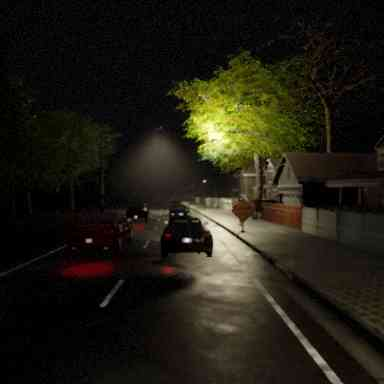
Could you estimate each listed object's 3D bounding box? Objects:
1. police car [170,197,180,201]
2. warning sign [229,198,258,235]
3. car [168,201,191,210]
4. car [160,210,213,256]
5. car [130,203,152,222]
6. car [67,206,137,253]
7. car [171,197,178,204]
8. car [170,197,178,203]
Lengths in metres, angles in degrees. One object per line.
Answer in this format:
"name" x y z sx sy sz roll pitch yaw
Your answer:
"police car" -3.563 1.945 72.445 1.930 1.638 5.238 0 0 -5
"warning sign" 2.661 1.250 17.371 1.300 1.860 1.060 0 0 -3
"car" -1.032 1.752 27.893 2.033 1.411 5.357 0 0 -4
"car" -0.231 1.676 13.678 1.994 1.385 4.181 0 0 -2
"car" -4.587 1.718 28.630 1.837 1.490 4.892 0 0 -4
"car" -3.755 1.594 14.330 1.882 1.535 5.008 0 0 -2
"car" -4.371 2.037 82.491 1.801 1.575 5.366 0 0 -5
"car" -4.837 2.114 88.281 1.837 1.490 4.892 0 0 -5
